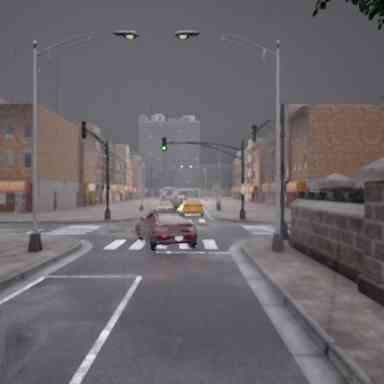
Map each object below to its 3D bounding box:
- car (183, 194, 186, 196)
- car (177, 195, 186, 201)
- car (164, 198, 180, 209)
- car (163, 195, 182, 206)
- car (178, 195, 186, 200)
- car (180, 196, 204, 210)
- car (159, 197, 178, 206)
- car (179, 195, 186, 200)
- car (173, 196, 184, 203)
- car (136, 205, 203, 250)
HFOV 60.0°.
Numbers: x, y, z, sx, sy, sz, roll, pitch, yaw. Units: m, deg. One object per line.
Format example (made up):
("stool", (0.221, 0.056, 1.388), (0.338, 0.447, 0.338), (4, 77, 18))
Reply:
("car", (-2.611, 1.497, 60.554), (1.947, 1.339, 4.313), (0, 0, 0))
("car", (-2.600, 1.463, 82.362), (2.008, 1.369, 4.403), (0, 0, 0))
("car", (-2.618, 1.529, 44.198), (1.802, 1.307, 4.206), (0, 0, 0))
("car", (-2.622, 1.267, 38.745), (2.192, 1.841, 5.009), (0, 0, 0))
("car", (-2.598, 1.433, 87.644), (1.752, 1.417, 4.829), (0, 0, 0))
("car", (0.116, 1.437, 32.497), (1.882, 1.535, 5.008), (0, 0, 0))
("car", (-2.624, 1.484, 33.124), (1.752, 1.417, 4.829), (0, 0, 0))
("car", (-2.595, 1.469, 93.267), (1.947, 1.339, 4.313), (0, 0, 0))
("car", (-2.608, 1.478, 66.006), (2.008, 1.369, 4.403), (0, 0, 0))
("car", (-1.174, 1.509, 14.225), (1.812, 1.442, 4.674), (0, 0, -18))
